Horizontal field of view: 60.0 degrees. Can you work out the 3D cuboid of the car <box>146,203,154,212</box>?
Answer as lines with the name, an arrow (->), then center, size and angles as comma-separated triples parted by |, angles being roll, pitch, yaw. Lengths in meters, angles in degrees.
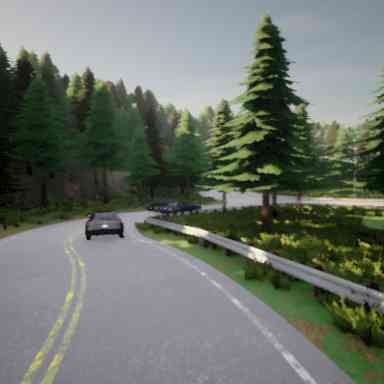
car -> -3.150, 1.572, 37.949 | 1.994, 1.385, 4.181 | 3, 4, 43

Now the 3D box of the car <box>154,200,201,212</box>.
car -> -1.106, 1.686, 35.524 | 2.033, 1.411, 5.357 | 3, 3, 39

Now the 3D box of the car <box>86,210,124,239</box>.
car -> -4.879, 1.726, 18.730 | 1.994, 1.385, 4.181 | -2, 0, -14
